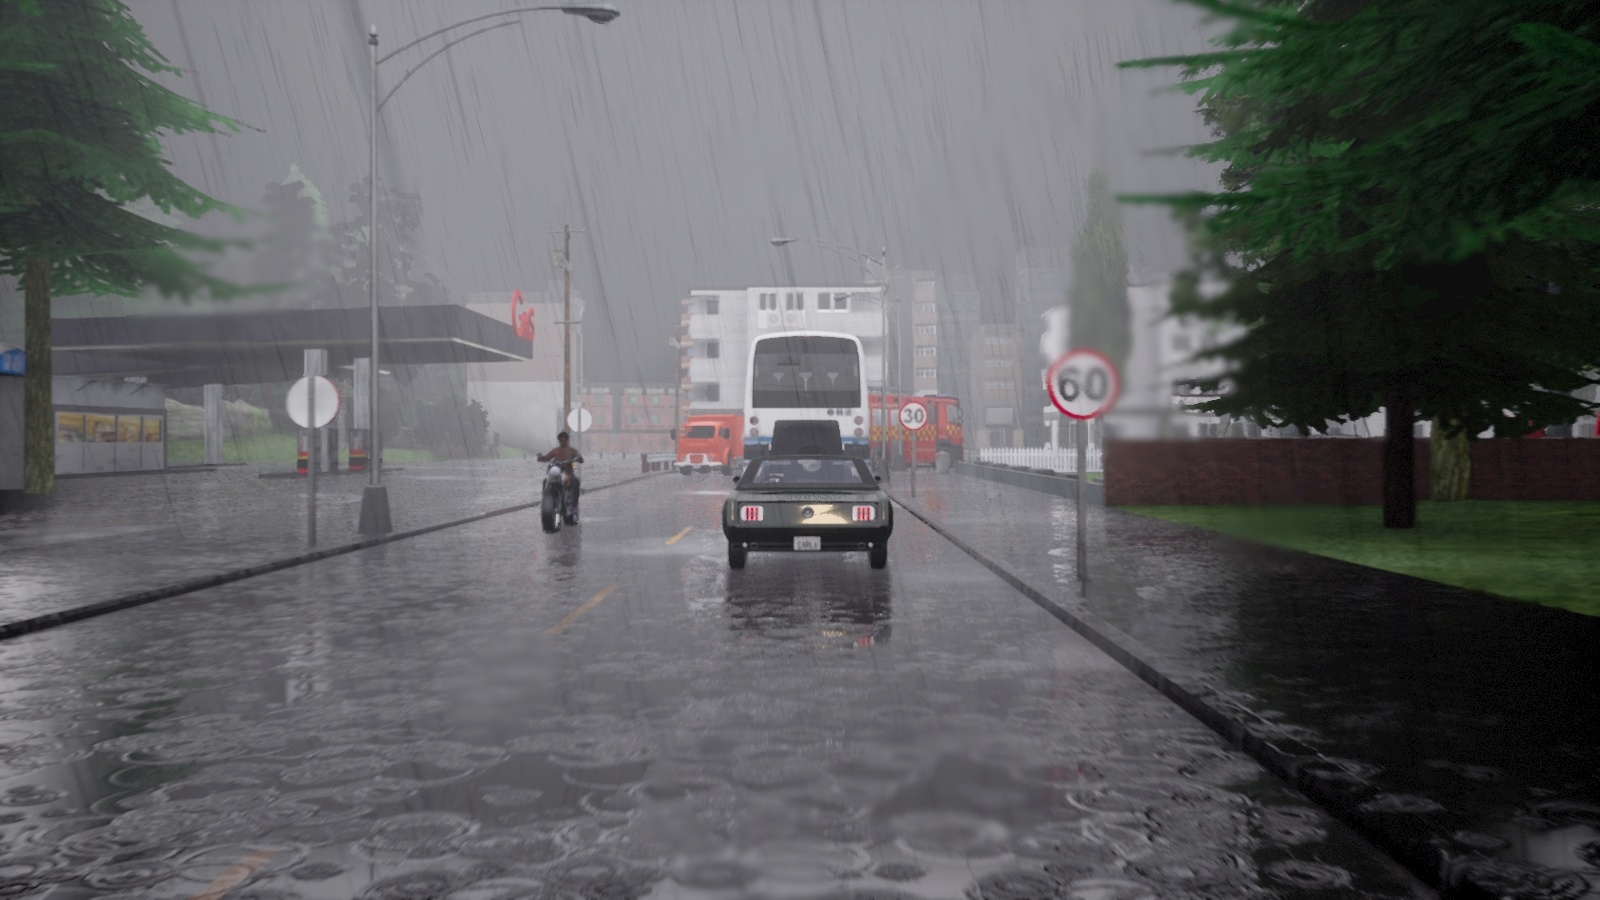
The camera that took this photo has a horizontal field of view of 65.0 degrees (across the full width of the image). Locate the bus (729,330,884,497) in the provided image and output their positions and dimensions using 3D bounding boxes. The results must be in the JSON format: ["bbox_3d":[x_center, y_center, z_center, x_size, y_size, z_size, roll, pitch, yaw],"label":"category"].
[{"bbox_3d":[0.181,-0.986,37.205,3.944,4.253,10.273,0,1,0],"label":"bus"}]

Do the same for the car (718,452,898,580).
[{"bbox_3d":[0.090,0.697,15.612,1.895,1.301,4.718,0,1,0],"label":"car"}]

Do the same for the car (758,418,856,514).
[{"bbox_3d":[0.135,0.291,26.370,1.905,1.878,3.866,0,1,0],"label":"car"}]

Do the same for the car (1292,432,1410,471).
[{"bbox_3d":[25.427,0.070,58.058,4.553,1.767,2.097,0,1,0],"label":"car"}]

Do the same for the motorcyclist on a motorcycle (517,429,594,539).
[{"bbox_3d":[-3.892,0.500,20.156,0.766,1.649,2.350,0,1,0],"label":"motorcyclist on a motorcycle"}]

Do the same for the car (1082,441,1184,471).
[{"bbox_3d":[15.378,0.267,58.138,4.181,1.385,1.994,0,1,1],"label":"car"}]

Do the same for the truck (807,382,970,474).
[{"bbox_3d":[4.158,-0.956,56.769,2.891,3.827,8.468,0,1,41],"label":"truck"}]

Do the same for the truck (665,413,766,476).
[{"bbox_3d":[-3.431,-0.241,52.138,2.627,2.467,5.204,0,0,15],"label":"truck"}]
